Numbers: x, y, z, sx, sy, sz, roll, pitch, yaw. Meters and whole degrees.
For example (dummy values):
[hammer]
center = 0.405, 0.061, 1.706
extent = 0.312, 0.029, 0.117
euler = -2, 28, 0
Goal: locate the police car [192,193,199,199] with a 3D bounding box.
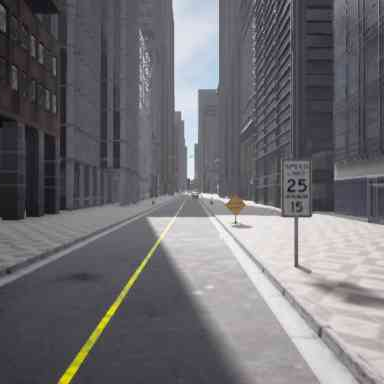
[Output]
[police car]
center = 0.900, 1.164, 90.748
extent = 1.930, 1.638, 5.238
euler = 0, 0, 0

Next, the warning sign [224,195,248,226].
[warning sign]
center = 2.709, 1.095, 20.647
extent = 1.300, 1.860, 1.060
euler = -1, -1, 0
